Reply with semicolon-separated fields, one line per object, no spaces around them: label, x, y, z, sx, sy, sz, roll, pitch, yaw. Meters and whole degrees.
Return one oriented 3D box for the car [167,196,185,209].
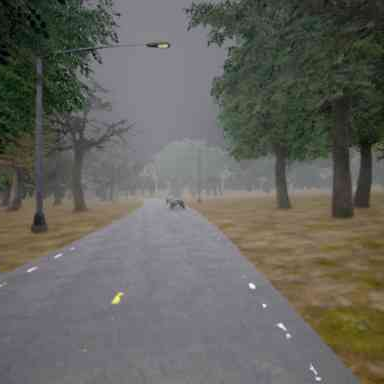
car;-2.043;1.438;44.969;1.837;1.490;4.892;0;0;-5

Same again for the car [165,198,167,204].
car;-4.020;1.479;62.992;1.812;1.442;4.674;0;0;-7
